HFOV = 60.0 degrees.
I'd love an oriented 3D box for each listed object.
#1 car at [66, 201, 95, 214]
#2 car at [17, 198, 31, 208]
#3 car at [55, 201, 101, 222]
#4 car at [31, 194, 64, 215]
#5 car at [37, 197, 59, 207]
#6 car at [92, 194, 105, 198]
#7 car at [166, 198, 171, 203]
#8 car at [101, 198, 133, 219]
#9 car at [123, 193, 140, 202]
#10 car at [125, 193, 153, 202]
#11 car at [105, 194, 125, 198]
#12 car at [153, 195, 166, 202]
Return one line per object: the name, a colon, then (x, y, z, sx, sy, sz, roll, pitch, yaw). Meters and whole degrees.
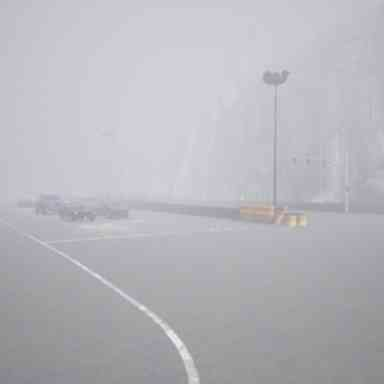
car: (-12.978, 1.704, 38.435, 1.895, 1.301, 4.718, 1, 0, -36)
car: (-23.241, 1.575, 46.782, 1.895, 1.301, 4.718, 1, 0, -35)
car: (-9.585, 1.697, 27.729, 1.895, 1.301, 4.718, 1, 0, -36)
car: (-15.106, 1.295, 35.404, 2.150, 2.045, 5.566, 1, 0, -35)
car: (-22.401, 1.520, 51.646, 2.033, 1.411, 5.357, 1, 0, -35)
car: (-20.708, 1.220, 73.470, 2.097, 1.767, 4.553, 1, 1, -36)
car: (-6.600, 1.709, 71.802, 1.895, 1.301, 4.718, 1, 0, -36)
car: (-7.498, 1.604, 30.817, 1.882, 1.535, 5.008, 1, 0, -36)
car: (-13.791, 1.279, 75.825, 2.097, 1.767, 4.553, 1, 1, -36)
car: (-10.524, 1.307, 65.423, 2.150, 2.045, 5.566, 1, 0, -35)
car: (-14.707, 1.623, 65.246, 1.895, 1.301, 4.718, 1, 0, -36)
car: (-7.968, 1.465, 67.689, 2.097, 1.767, 4.553, 1, 0, -36)
